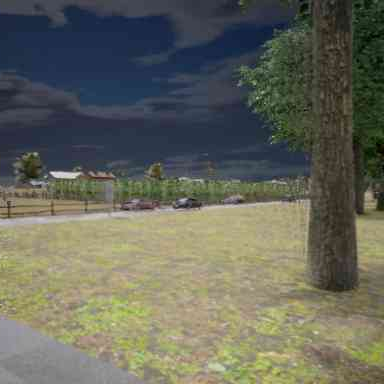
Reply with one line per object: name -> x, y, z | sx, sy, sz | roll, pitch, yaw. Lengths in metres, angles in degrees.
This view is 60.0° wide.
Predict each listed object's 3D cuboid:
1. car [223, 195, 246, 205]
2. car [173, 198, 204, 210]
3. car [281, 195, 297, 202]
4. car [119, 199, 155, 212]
car -> 7.022, 1.237, 54.779 | 2.097, 1.767, 4.553 | -1, 0, 36
car -> -0.393, 1.382, 39.173 | 1.812, 1.442, 4.674 | -1, -1, 35
car -> 19.990, 1.281, 68.325 | 1.882, 1.535, 5.008 | -1, 0, 35
car -> -5.961, 1.466, 36.360 | 1.994, 1.385, 4.181 | -1, -1, 35
